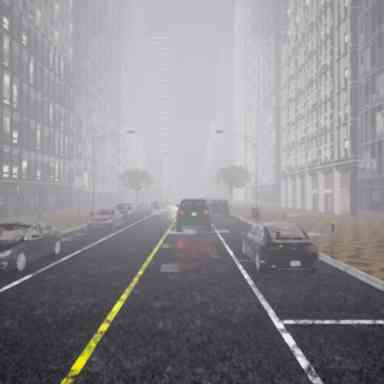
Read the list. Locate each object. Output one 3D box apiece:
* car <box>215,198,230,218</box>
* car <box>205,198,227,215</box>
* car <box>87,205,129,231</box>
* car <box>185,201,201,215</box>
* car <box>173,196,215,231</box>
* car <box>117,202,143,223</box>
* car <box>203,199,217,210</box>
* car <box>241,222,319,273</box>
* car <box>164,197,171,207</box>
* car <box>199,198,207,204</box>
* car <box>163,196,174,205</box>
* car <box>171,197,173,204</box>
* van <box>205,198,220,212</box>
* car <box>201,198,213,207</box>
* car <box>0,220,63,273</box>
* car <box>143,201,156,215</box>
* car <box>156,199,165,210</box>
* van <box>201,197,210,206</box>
[{"bbox_3d":[2.711,1.610,33.573,2.192,1.841,5.009,-1,0,0],"label":"car"},{"bbox_3d":[2.716,1.660,39.257,2.192,1.841,5.009,-1,0,0],"label":"car"},{"bbox_3d":[-5.677,1.778,22.211,1.802,1.307,4.206,-1,-1,0],"label":"car"},{"bbox_3d":[0.138,1.856,40.016,1.837,1.490,4.892,0,-1,0],"label":"car"},{"bbox_3d":[0.121,1.415,22.016,2.150,2.045,5.566,0,-1,0],"label":"car"},{"bbox_3d":[-5.673,1.686,27.895,1.967,1.590,4.097,-1,-1,0],"label":"car"},{"bbox_3d":[2.728,1.883,50.622,1.967,1.590,4.097,-1,0,0],"label":"car"},{"bbox_3d":[2.693,1.647,10.836,2.008,1.369,4.403,-1,-1,0],"label":"car"},{"bbox_3d":[-5.641,2.092,61.995,2.008,1.369,4.403,-1,0,0],"label":"car"},{"bbox_3d":[2.760,2.286,84.722,2.008,1.369,4.403,-1,0,0],"label":"car"},{"bbox_3d":[-5.628,2.002,79.048,2.192,1.841,5.009,-1,0,0],"label":"car"},{"bbox_3d":[-5.632,2.078,73.363,1.967,1.590,4.097,-1,0,0],"label":"car"},{"bbox_3d":[2.722,1.735,44.939,1.690,1.788,3.998,-1,0,0],"label":"van"},{"bbox_3d":[2.738,1.981,61.989,1.967,1.590,4.097,-1,0,0],"label":"car"},{"bbox_3d":[-5.687,1.647,10.844,2.008,1.369,4.403,-1,-1,0],"label":"car"},{"bbox_3d":[-5.662,1.869,39.092,1.752,1.417,4.829,-1,0,0],"label":"car"},{"bbox_3d":[-5.652,2.009,50.628,1.947,1.339,4.313,-1,0,0],"label":"car"},{"bbox_3d":[2.742,1.931,67.673,1.690,1.788,3.998,-1,0,0],"label":"van"}]
